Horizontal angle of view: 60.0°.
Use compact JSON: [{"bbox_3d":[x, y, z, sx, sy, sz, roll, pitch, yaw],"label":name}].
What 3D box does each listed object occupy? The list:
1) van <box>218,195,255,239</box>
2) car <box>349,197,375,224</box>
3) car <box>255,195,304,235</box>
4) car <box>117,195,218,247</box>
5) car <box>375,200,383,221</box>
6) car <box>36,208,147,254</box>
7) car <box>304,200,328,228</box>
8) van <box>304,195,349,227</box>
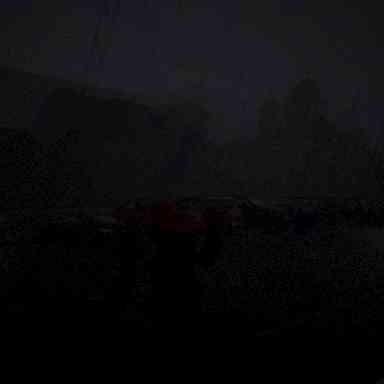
[{"bbox_3d":[0.594,1.235,16.887,4.442,1.987,1.878,-1,-1,35],"label":"van"},{"bbox_3d":[10.240,1.276,23.850,4.553,1.767,2.185,-1,0,35],"label":"car"},{"bbox_3d":[2.951,1.195,18.668,5.566,2.045,2.435,-1,-1,35],"label":"car"},{"bbox_3d":[-1.963,1.225,15.232,5.566,2.045,2.435,-1,0,35],"label":"car"},{"bbox_3d":[12.649,1.427,25.593,4.674,1.452,2.002,-1,0,35],"label":"car"},{"bbox_3d":[-4.363,1.525,13.482,4.674,1.452,2.002,-1,0,35],"label":"car"},{"bbox_3d":[5.361,1.433,20.403,4.892,1.521,2.231,-1,0,35],"label":"car"},{"bbox_3d":[7.687,1.193,22.203,4.442,1.987,1.878,-1,0,35],"label":"van"}]
